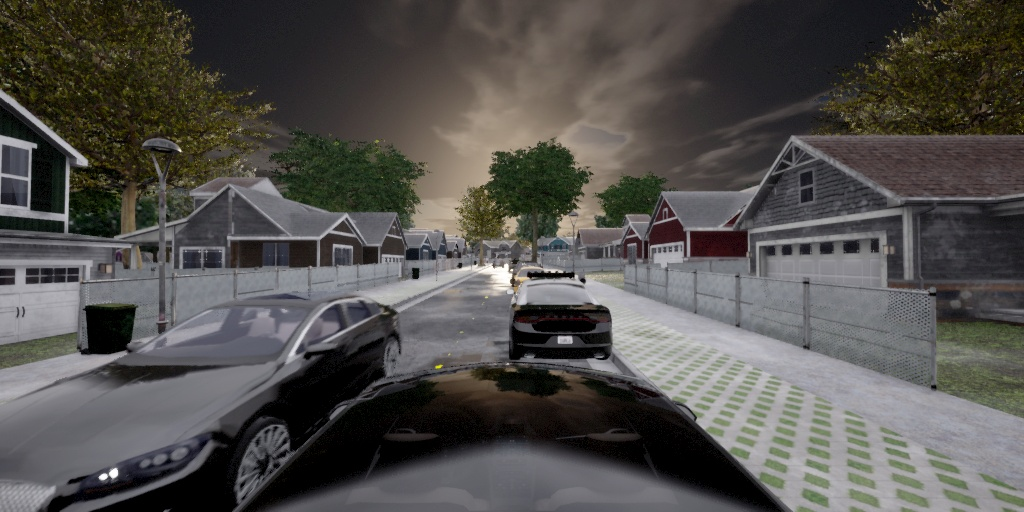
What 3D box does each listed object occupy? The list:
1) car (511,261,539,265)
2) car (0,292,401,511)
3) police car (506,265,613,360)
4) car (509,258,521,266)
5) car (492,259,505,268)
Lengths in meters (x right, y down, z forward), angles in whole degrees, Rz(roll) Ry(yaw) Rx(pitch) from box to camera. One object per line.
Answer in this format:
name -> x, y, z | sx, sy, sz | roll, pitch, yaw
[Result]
car -> 0.987, 1.204, 18.559 | 1.801, 1.575, 5.366 | 0, 0, 1
car -> -2.818, 1.242, 4.296 | 2.128, 1.511, 4.902 | 0, 0, 1
police car -> 0.896, 1.176, 8.477 | 1.930, 1.638, 5.238 | 0, 0, 1
car -> 1.038, 1.097, 24.339 | 2.097, 1.767, 4.553 | 0, 0, 1
car -> -2.226, 1.228, 59.210 | 2.128, 1.511, 4.902 | 0, 0, 1
